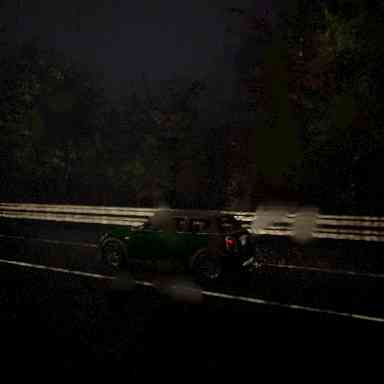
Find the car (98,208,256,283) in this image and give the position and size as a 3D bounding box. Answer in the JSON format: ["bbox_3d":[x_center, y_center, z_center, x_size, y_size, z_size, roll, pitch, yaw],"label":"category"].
[{"bbox_3d":[-0.525,1.316,9.758,4.553,1.767,2.097,1,0,26],"label":"car"}]
